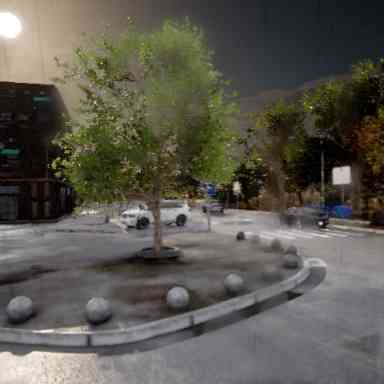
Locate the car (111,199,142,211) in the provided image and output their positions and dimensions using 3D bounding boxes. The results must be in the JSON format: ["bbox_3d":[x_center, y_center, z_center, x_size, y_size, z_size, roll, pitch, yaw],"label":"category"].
[{"bbox_3d":[-13.035,2.524,66.356,5.566,2.045,2.435,-1,-1,-34],"label":"car"}]

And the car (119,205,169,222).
[{"bbox_3d":[-4.885,2.153,34.322,4.674,1.452,2.002,-1,-1,-35],"label":"car"}]

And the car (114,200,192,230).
[{"bbox_3d":[-2.648,1.688,25.576,5.566,2.045,2.435,-1,-1,-35],"label":"car"}]

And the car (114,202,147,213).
[{"bbox_3d":[-10.059,2.554,54.710,4.792,1.488,2.163,-1,-1,-34],"label":"car"}]

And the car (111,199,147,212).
[{"bbox_3d":[-10.805,2.334,57.621,5.566,2.045,2.435,-1,-1,-34],"label":"car"}]

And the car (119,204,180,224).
[{"bbox_3d":[-3.977,2.049,31.520,5.366,1.575,1.946,-1,-1,-35],"label":"car"}]

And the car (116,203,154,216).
[{"bbox_3d":[-7.861,2.386,45.960,4.674,1.452,2.002,-1,-1,-34],"label":"car"}]

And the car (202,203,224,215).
[{"bbox_3d":[2.659,2.154,43.209,2.128,1.511,4.902,-1,-1,-15],"label":"car"}]

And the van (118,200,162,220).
[{"bbox_3d":[-5.728,1.947,37.164,4.442,1.987,1.878,-1,-1,-34],"label":"van"}]

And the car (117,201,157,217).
[{"bbox_3d":[-7.152,2.162,43.040,4.553,1.767,2.185,-1,-1,-34],"label":"car"}]

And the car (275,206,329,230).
[{"bbox_3d":[7.626,1.776,23.480,1.837,1.490,4.892,0,-1,-13],"label":"car"}]

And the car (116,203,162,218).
[{"bbox_3d":[-6.366,2.229,40.139,5.008,1.535,2.097,-1,-1,-34],"label":"car"}]

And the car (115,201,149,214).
[{"bbox_3d":[-9.314,2.338,51.793,4.553,1.767,2.185,-1,-1,-34],"label":"car"}]
